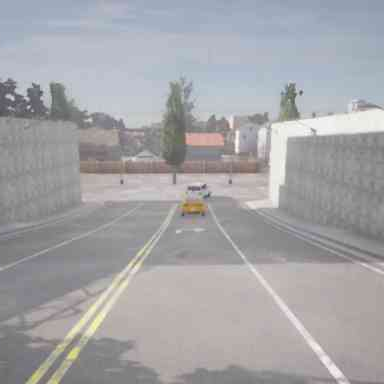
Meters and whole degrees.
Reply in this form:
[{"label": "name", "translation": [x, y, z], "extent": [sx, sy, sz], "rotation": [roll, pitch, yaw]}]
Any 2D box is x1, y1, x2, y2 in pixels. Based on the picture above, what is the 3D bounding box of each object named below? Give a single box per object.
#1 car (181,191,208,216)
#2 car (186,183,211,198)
[{"label": "car", "translation": [0.087, 1.037, 28.037], "extent": [1.882, 1.535, 5.008], "rotation": [0, 4, 0]}, {"label": "car", "translation": [0.765, -0.111, 39.113], "extent": [2.150, 2.045, 5.566], "rotation": [2, 9, 13]}]
